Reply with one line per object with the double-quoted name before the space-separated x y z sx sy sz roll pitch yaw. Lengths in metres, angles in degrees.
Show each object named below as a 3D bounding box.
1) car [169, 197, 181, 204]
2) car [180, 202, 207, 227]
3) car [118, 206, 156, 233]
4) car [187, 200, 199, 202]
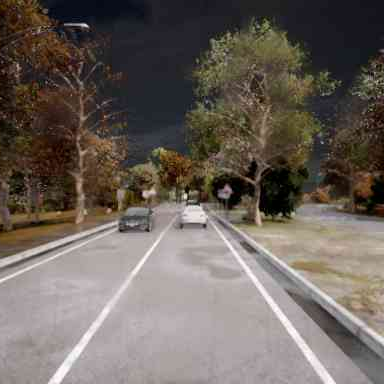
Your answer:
"car" -3.026 1.656 61.947 1.837 1.490 4.892 0 0 2
"car" 0.098 1.729 24.305 1.812 1.442 4.674 0 -1 0
"car" -3.352 1.664 21.085 1.837 1.490 4.892 0 -1 0
"car" 0.106 1.781 42.435 1.882 1.535 5.008 0 -6 0
